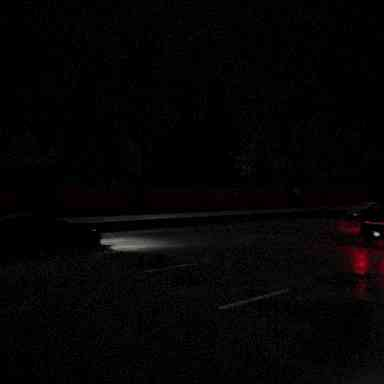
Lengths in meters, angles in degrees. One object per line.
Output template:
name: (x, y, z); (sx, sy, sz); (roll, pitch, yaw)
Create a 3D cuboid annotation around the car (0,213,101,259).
car: (-5.830, 1.526, 12.496); (4.674, 1.442, 1.812); (0, 0, -36)

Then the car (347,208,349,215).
car: (14.541, 1.524, 27.247); (4.674, 1.442, 1.812); (0, 0, -36)

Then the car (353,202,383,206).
car: (12.945, 1.476, 21.765); (5.008, 1.535, 1.882); (0, 0, -36)

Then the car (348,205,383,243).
car: (9.451, 1.490, 14.909); (4.902, 1.511, 2.128); (0, 0, -36)
